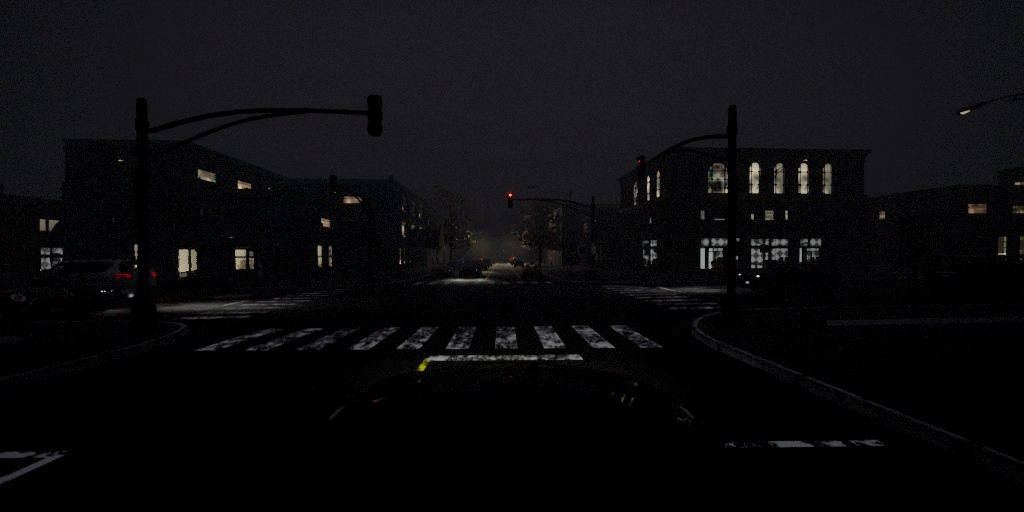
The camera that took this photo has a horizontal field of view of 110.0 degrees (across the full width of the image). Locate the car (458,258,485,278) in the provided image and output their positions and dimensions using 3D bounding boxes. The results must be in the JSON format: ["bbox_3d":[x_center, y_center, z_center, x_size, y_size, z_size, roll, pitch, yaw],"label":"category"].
[{"bbox_3d":[-3.928,1.221,34.440,1.882,1.535,5.008,0,0,-2],"label":"car"}]

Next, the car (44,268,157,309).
[{"bbox_3d":[-18.830,1.453,15.301,4.902,1.511,2.128,0,1,-3],"label":"car"}]

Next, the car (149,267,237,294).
[{"bbox_3d":[-18.683,1.474,21.109,4.313,1.339,1.948,0,0,-2],"label":"car"}]

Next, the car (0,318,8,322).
[{"bbox_3d":[-5.661,1.295,1.105,1.888,1.381,4.507,0,0,-1],"label":"car"}]

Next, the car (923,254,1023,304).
[{"bbox_3d":[19.639,0.843,14.395,5.009,1.841,2.192,0,0,-3],"label":"car"}]

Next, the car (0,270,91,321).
[{"bbox_3d":[-18.349,1.422,12.769,4.097,1.591,1.967,0,0,-3],"label":"car"}]

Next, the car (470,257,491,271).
[{"bbox_3d":[-4.284,1.218,48.354,1.882,1.535,5.008,0,0,-1],"label":"car"}]

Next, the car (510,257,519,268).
[{"bbox_3d":[1.164,1.288,61.552,2.007,1.370,4.403,0,0,-1],"label":"car"}]

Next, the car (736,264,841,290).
[{"bbox_3d":[15.280,1.127,19.996,4.718,1.301,1.895,-1,1,-3],"label":"car"}]

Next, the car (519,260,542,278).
[{"bbox_3d":[1.874,1.269,33.999,1.751,1.417,4.829,0,0,-1],"label":"car"}]

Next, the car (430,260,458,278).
[{"bbox_3d":[-6.499,1.326,33.614,1.802,1.307,4.207,0,0,-1],"label":"car"}]

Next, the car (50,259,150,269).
[{"bbox_3d":[-21.732,1.189,18.417,5.566,2.045,2.150,-1,1,-3],"label":"car"}]

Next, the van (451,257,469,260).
[{"bbox_3d":[-6.785,1.082,44.702,1.690,1.789,3.998,0,0,-1],"label":"van"}]
